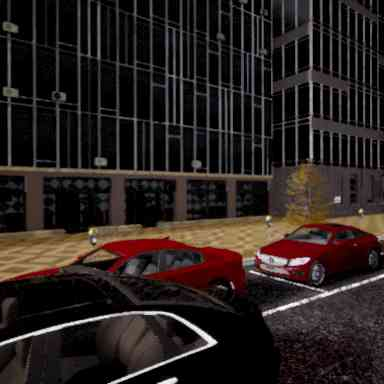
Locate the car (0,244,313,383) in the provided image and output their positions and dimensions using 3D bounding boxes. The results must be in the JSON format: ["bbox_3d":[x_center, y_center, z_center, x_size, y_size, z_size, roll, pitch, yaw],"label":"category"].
[{"bbox_3d":[-1.445,1.504,2.348,4.892,1.490,1.837,0,0,-36],"label":"car"}]

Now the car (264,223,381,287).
[{"bbox_3d":[3.570,1.526,9.109,4.206,1.307,1.802,0,0,-36],"label":"car"}]

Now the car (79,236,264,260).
[{"bbox_3d":[-1.063,1.528,5.800,4.507,1.381,1.887,0,0,-36],"label":"car"}]
